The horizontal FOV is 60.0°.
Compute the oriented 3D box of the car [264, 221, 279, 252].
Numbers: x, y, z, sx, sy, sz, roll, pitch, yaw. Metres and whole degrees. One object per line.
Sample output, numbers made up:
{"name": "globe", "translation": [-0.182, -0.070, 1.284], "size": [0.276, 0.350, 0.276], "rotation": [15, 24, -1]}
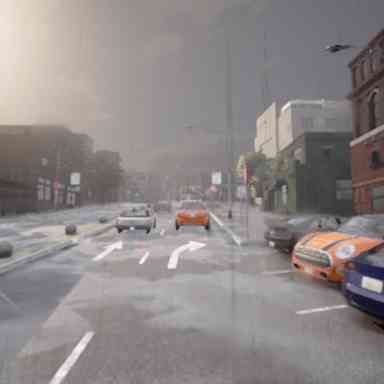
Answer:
{"name": "car", "translation": [4.978, 1.530, 12.132], "size": [4.892, 1.521, 2.231], "rotation": [1, 0, -20]}

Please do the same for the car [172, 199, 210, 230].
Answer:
{"name": "car", "translation": [0.018, 1.425, 21.996], "size": [2.097, 1.767, 4.553], "rotation": [0, 0, 0]}

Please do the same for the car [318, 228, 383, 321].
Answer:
{"name": "car", "translation": [5.033, 1.536, 6.046], "size": [4.792, 1.488, 2.163], "rotation": [1, 0, -20]}

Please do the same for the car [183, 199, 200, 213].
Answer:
{"name": "car", "translation": [-0.087, 1.609, 39.912], "size": [1.882, 1.535, 5.008], "rotation": [0, 0, 0]}

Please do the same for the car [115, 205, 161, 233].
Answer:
{"name": "car", "translation": [-3.220, 1.666, 20.041], "size": [1.895, 1.301, 4.718], "rotation": [0, 0, 0]}

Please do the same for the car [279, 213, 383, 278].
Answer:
{"name": "car", "translation": [5.032, 1.393, 9.089], "size": [4.553, 1.767, 2.185], "rotation": [1, 0, -20]}

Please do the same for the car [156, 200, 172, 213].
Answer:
{"name": "car", "translation": [-3.332, 1.652, 39.157], "size": [1.812, 1.442, 4.674], "rotation": [0, 0, 0]}
